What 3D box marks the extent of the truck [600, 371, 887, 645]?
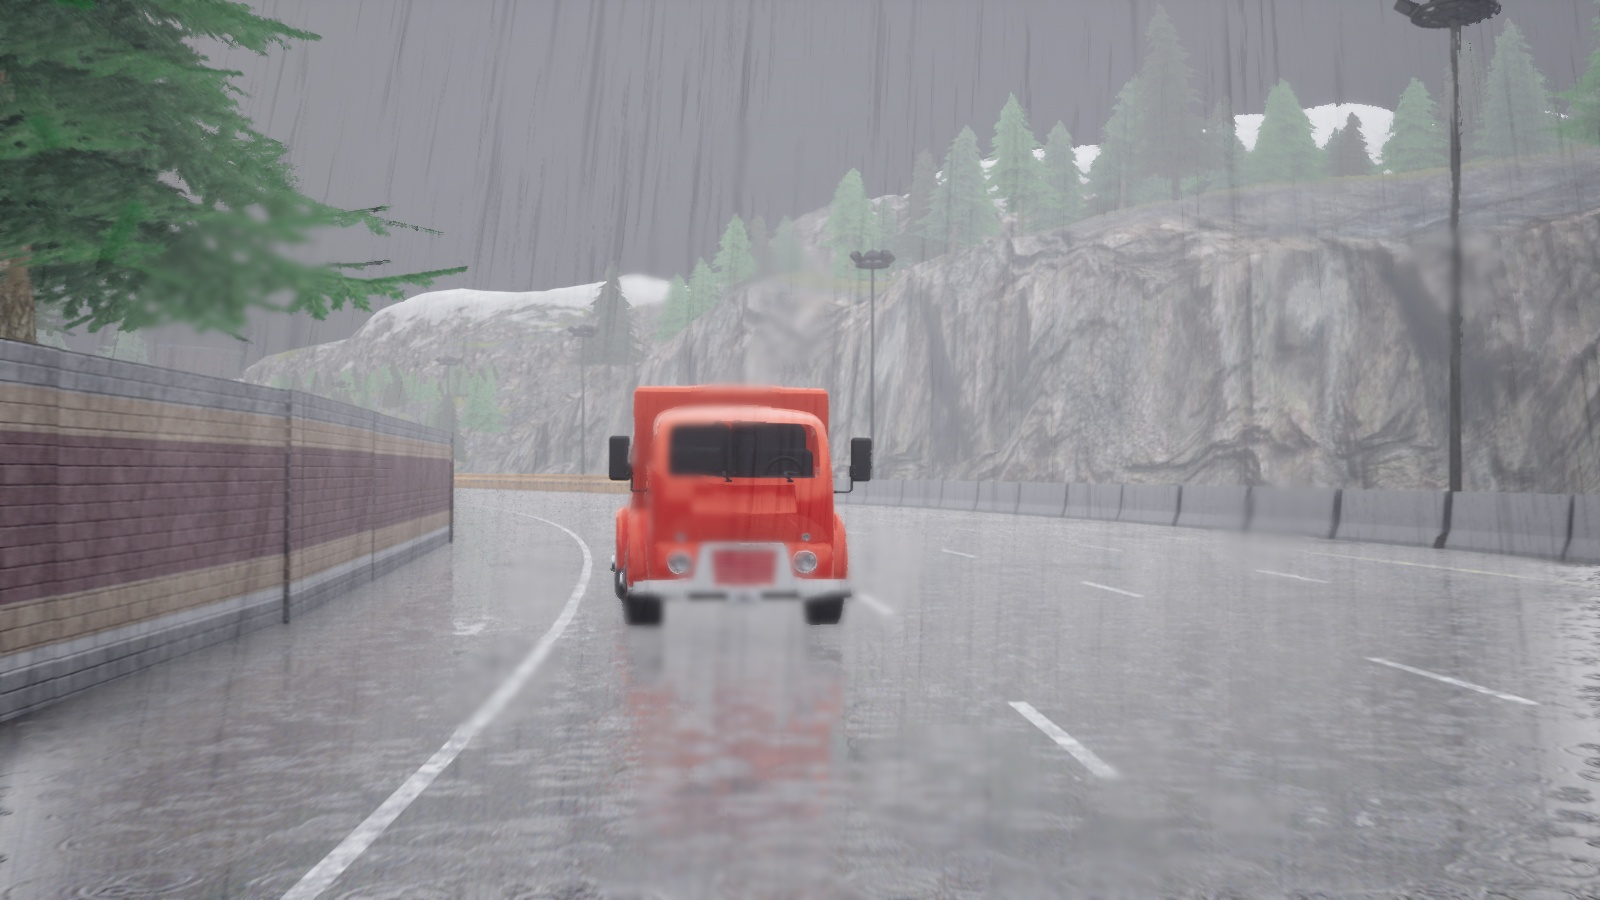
[{"bbox_3d":[-0.810,0.567,14.057,2.627,2.467,5.204,0,-1,-7],"label":"truck"}]
